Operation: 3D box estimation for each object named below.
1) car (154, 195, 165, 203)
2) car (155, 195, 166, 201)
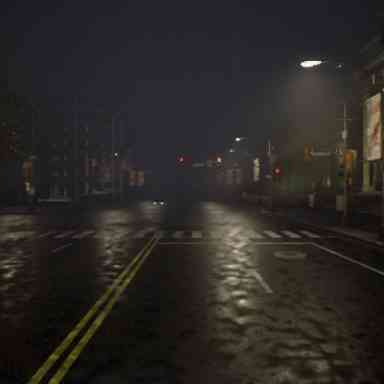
[{"bbox_3d":[-7.019,1.457,71.815,1.882,1.535,5.008,0,0,0],"label":"car"},{"bbox_3d":[-8.423,1.514,87.836,2.033,1.411,5.357,0,0,-14],"label":"car"}]
